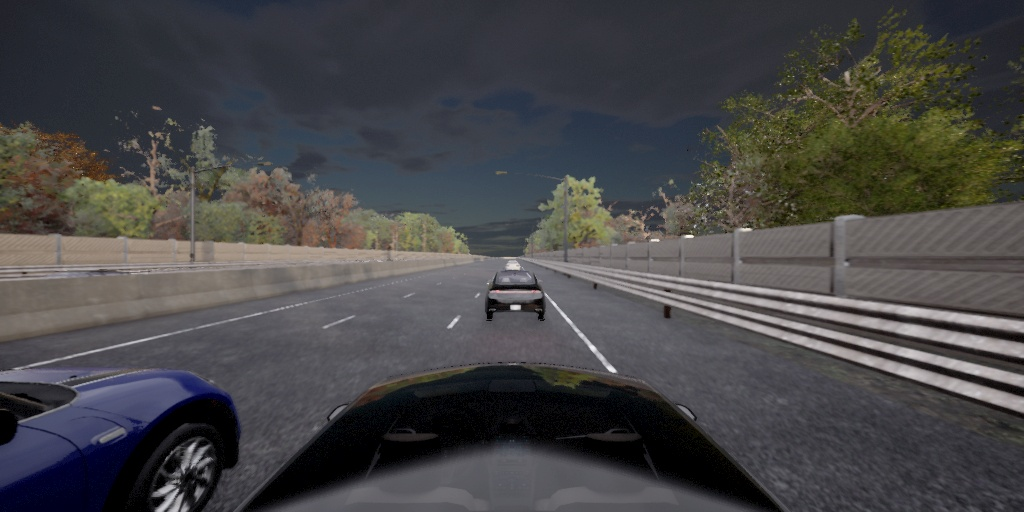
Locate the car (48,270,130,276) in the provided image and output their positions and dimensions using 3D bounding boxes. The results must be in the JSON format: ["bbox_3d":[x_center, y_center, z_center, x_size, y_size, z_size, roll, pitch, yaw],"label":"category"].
[{"bbox_3d":[-17.588,1.300,14.700,2.033,1.411,5.357,0,0,0],"label":"car"}]

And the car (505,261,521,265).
[{"bbox_3d":[0.099,1.285,44.373,1.812,1.442,4.674,0,0,0],"label":"car"}]

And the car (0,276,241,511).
[{"bbox_3d":[-3.400,1.102,1.212,2.097,1.767,4.553,0,0,0],"label":"car"}]

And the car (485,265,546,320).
[{"bbox_3d":[0.101,1.244,12.569,2.128,1.511,4.902,0,0,0],"label":"car"}]
